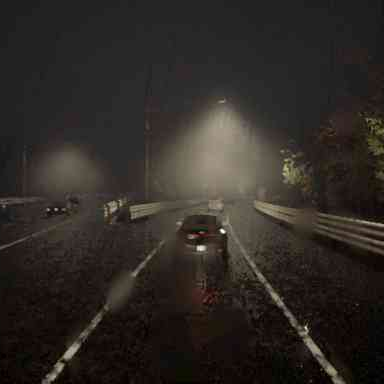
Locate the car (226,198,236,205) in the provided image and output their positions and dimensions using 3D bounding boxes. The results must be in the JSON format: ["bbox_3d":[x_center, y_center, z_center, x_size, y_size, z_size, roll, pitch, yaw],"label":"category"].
[{"bbox_3d":[8.060,1.996,70.494,1.994,1.385,4.181,0,0,14],"label":"car"}]

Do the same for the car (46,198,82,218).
[{"bbox_3d":[-11.954,1.556,30.764,2.033,1.411,5.357,0,0,-9],"label":"car"}]

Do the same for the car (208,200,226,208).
[{"bbox_3d":[3.041,1.812,42.466,1.812,1.442,4.674,0,0,8],"label":"car"}]

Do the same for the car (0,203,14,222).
[{"bbox_3d":[-14.369,1.348,23.440,2.097,1.767,4.553,0,0,-9],"label":"car"}]

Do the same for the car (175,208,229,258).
[{"bbox_3d":[0.405,1.591,13.185,1.837,1.490,4.892,0,0,3],"label":"car"}]

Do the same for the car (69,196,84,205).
[{"bbox_3d":[-19.171,1.389,54.713,2.097,1.767,4.553,0,0,-9],"label":"car"}]
